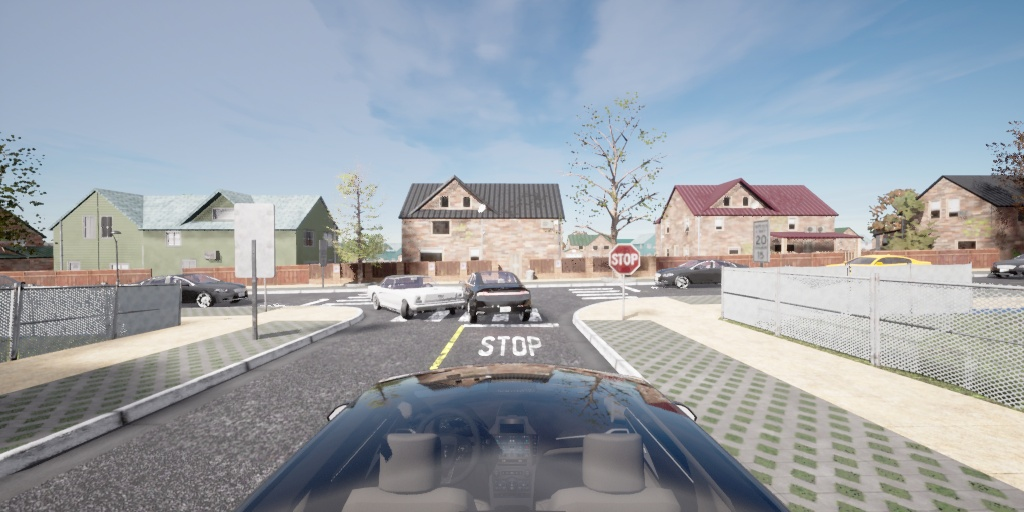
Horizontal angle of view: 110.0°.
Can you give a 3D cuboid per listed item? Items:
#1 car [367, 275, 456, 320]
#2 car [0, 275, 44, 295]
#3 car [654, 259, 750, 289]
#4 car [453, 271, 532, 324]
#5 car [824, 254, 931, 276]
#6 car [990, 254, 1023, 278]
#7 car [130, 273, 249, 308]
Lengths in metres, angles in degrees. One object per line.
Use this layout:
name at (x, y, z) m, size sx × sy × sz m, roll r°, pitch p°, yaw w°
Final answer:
car at (-3.602, 1.367, 12.996) m, size 1.895 × 1.301 × 4.718 m, roll 0°, pitch 0°, yaw -38°
car at (-24.239, 1.647, 16.450) m, size 4.553 × 1.767 × 2.097 m, roll -1°, pitch 1°, yaw 0°
car at (10.330, 0.925, 19.545) m, size 4.902 × 1.511 × 2.128 m, roll -1°, pitch 1°, yaw 0°
car at (-0.685, 1.242, 12.137) m, size 2.128 × 1.511 × 4.902 m, roll 0°, pitch 0°, yaw -12°
car at (19.761, 0.690, 19.582) m, size 5.008 × 1.535 × 1.882 m, roll -1°, pitch 1°, yaw -1°
car at (29.385, 0.478, 19.619) m, size 4.902 × 1.511 × 2.128 m, roll -1°, pitch 1°, yaw 0°
car at (-14.902, 1.566, 16.491) m, size 4.902 × 1.511 × 2.128 m, roll -1°, pitch 1°, yaw 0°
